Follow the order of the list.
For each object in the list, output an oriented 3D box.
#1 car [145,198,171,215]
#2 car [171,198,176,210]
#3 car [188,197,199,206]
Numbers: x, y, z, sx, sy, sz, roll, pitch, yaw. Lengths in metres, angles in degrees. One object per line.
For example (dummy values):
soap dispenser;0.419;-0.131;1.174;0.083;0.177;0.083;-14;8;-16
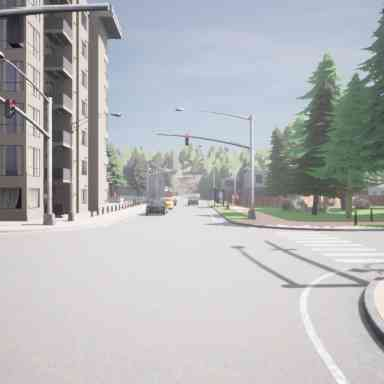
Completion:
car;-3.489;1.481;33.506;1.882;1.535;5.008;0;0;0
car;-3.447;1.482;43.467;1.882;1.535;5.008;0;0;0
car;0.185;1.553;55.688;2.033;1.411;5.357;0;0;0
